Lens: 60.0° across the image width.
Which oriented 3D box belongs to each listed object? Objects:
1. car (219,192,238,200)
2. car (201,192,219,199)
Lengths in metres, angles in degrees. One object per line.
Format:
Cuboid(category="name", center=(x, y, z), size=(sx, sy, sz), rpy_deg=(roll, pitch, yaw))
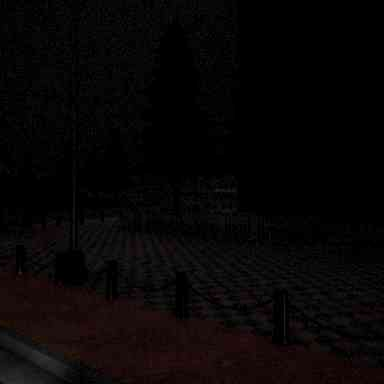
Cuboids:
Cuboid(category="car", center=(9.554, 1.353, 84.733), size=(3.633, 1.501, 1.845), rpy_deg=(0, 0, 35))
Cuboid(category="car", center=(5.195, 1.360, 91.437), size=(3.806, 1.475, 1.970), rpy_deg=(0, 0, 35))
